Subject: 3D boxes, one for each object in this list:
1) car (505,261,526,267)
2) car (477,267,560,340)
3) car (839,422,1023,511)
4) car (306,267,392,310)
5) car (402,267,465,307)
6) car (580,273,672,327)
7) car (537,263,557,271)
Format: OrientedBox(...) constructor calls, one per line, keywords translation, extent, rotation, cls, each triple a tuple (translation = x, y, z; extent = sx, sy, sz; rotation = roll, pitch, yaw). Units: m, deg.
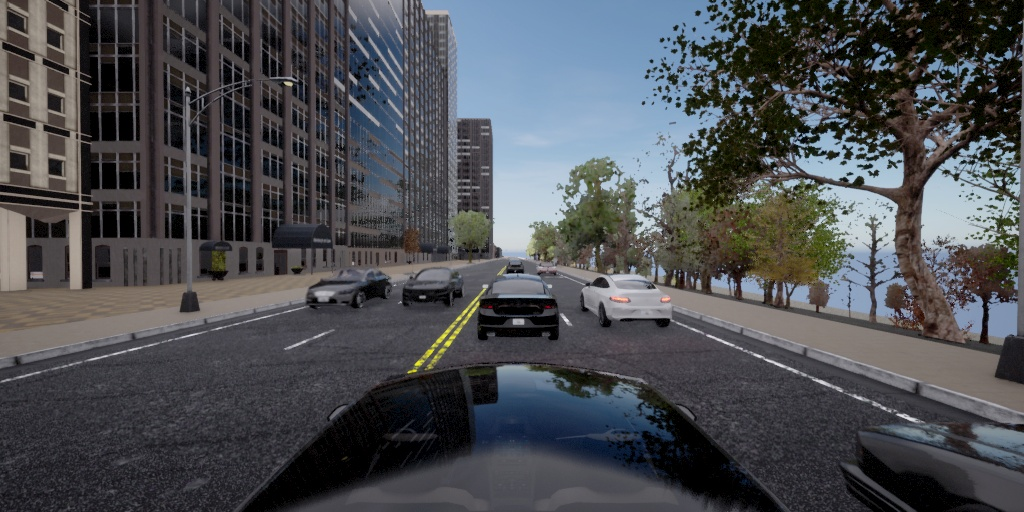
OrientedBox(translation=(0.337, 1.251, 37.324), extent=(1.837, 1.490, 4.892), rotation=(0, 0, 0), cls="car")
OrientedBox(translation=(0.155, 1.227, 9.979), extent=(1.882, 1.535, 5.008), rotation=(0, 0, 0), cls="car")
OrientedBox(translation=(3.340, 1.298, 0.126), extent=(2.033, 1.411, 5.357), rotation=(0, 0, 0), cls="car")
OrientedBox(translation=(-6.514, 1.240, 14.871), extent=(2.128, 1.511, 4.902), rotation=(0, 0, 0), cls="car")
OrientedBox(translation=(-3.259, 1.226, 15.608), extent=(1.882, 1.535, 5.008), rotation=(0, 0, 0), cls="car")
OrientedBox(translation=(3.412, 1.274, 11.360), extent=(1.812, 1.442, 4.674), rotation=(0, 0, 0), cls="car")
OrientedBox(translation=(3.591, 1.347, 37.968), extent=(1.895, 1.301, 4.718), rotation=(0, 0, 0), cls="car")
